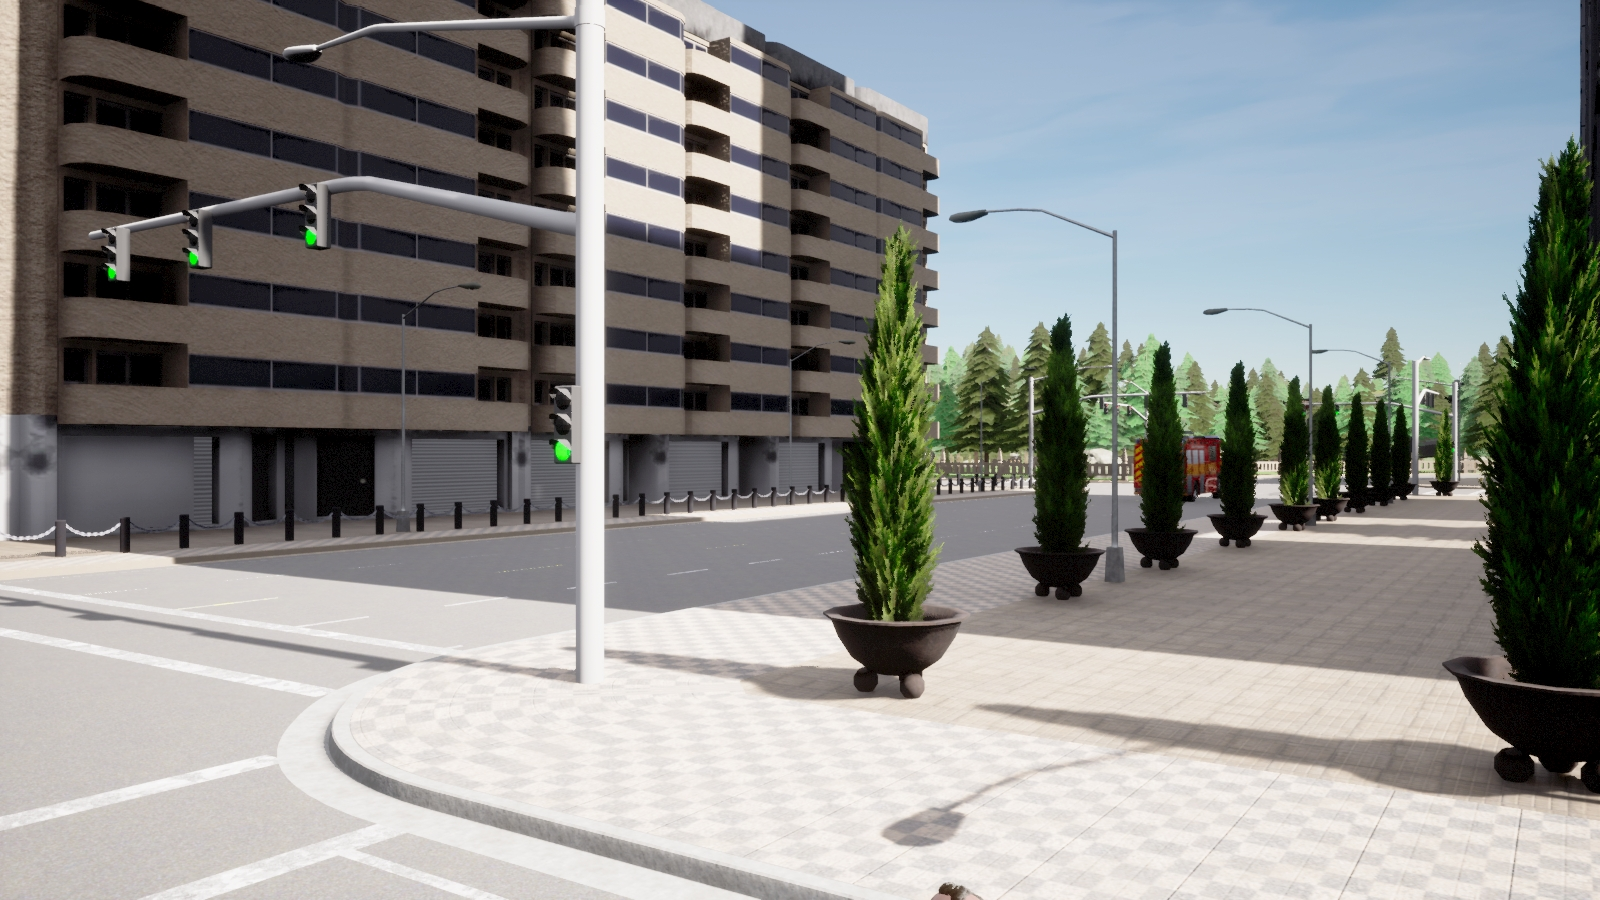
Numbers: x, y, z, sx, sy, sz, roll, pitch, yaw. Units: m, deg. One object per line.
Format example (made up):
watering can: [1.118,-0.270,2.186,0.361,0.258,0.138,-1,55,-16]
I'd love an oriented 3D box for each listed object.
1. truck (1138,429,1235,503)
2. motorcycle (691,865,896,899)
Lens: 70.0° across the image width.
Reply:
truck: [21.570,0.836,63.411,2.891,3.827,8.468,0,0,34]
motorcycle: [0.516,2.205,3.364,2.209,1.251,0.867,0,0,34]
